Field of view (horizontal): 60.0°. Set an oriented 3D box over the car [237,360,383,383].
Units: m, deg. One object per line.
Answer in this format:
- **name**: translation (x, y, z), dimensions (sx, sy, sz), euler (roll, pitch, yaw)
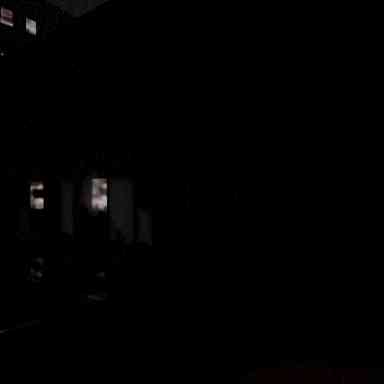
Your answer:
- **car**: translation (2.168, 1.525, 1.328), dimensions (4.829, 1.417, 1.752), euler (0, 0, 36)
